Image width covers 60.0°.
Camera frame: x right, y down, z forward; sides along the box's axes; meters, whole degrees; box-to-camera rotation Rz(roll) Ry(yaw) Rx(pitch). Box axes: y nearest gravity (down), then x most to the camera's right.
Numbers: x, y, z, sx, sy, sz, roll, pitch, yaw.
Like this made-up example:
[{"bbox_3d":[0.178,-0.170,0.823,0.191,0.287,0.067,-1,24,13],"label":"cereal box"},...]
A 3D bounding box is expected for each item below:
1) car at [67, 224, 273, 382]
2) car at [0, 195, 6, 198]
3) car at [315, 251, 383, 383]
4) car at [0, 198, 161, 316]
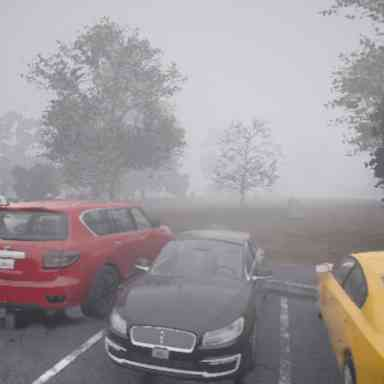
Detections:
[{"bbox_3d":[0.298,1.480,5.903,2.231,1.521,4.892,1,0,15],"label":"car"},{"bbox_3d":[-9.482,1.096,12.651,2.435,2.045,5.566,2,0,14],"label":"car"},{"bbox_3d":[2.713,1.486,4.174,2.097,1.535,5.008,0,-1,15],"label":"car"},{"bbox_3d":[-2.136,1.210,7.639,2.435,2.045,5.566,0,0,15],"label":"car"}]
